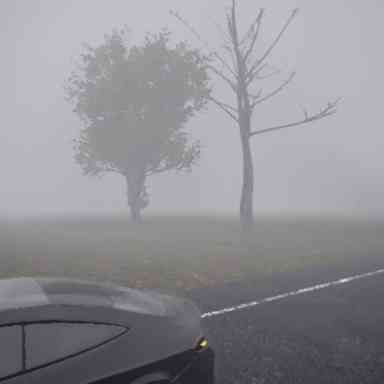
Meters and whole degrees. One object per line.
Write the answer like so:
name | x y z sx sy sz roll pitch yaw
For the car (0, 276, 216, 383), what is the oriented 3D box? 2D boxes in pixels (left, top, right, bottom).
car | -1.912 1.528 2.605 4.674 1.442 1.812 1 0 -35
